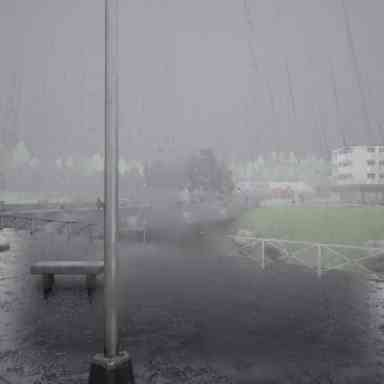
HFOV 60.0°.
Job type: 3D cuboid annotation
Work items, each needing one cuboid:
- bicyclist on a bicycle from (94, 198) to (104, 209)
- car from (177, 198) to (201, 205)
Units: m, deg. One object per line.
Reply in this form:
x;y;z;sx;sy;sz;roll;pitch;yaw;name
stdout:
-8.304;1.349;29.832;1.656;1.620;0.582;0;0;35;bicyclist on a bicycle
-0.361;1.564;48.367;1.994;1.385;4.181;0;0;36;car
